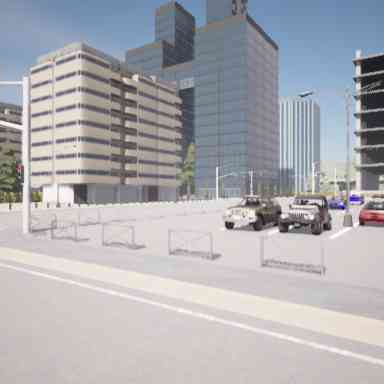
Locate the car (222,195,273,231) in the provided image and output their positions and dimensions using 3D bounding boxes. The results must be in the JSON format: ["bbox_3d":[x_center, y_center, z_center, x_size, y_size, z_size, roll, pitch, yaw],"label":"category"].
[{"bbox_3d":[3.568,1.111,18.851,1.932,1.855,4.605,0,0,34],"label":"car"}]

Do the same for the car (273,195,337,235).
[{"bbox_3d":[5.936,1.114,17.186,1.905,1.878,3.866,0,0,34],"label":"car"}]

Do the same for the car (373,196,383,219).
[{"bbox_3d":[17.954,1.355,30.148,1.970,1.475,3.806,0,0,34],"label":"car"}]
